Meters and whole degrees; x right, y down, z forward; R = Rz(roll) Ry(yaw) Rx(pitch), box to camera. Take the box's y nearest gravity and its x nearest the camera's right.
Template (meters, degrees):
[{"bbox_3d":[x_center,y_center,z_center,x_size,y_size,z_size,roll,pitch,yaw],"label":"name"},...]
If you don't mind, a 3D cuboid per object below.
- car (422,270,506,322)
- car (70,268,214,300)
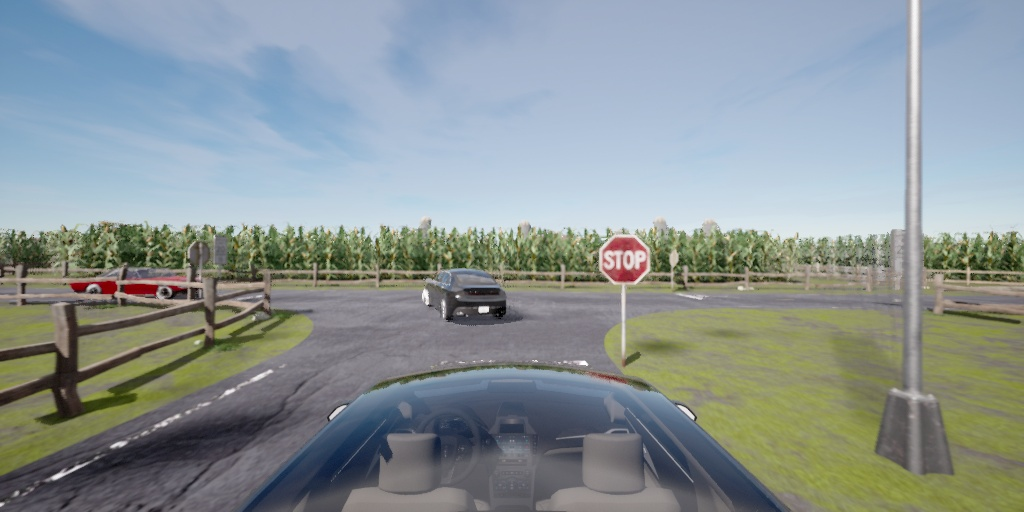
[{"bbox_3d":[-1.753,1.201,12.284,1.837,1.490,4.892,2,0,-24],"label":"car"},{"bbox_3d":[-15.527,1.165,15.361,4.718,1.301,1.895,0,-1,0],"label":"car"}]
